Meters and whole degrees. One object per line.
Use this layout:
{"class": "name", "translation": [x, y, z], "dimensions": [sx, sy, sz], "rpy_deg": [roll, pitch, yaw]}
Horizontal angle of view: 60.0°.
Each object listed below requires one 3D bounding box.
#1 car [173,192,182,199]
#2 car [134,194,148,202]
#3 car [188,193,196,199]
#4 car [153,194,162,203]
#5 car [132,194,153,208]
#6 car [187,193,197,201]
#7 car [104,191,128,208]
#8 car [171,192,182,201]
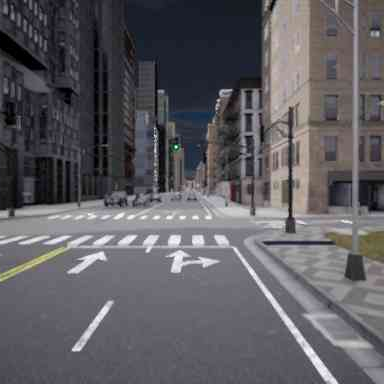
{"class": "car", "translation": [-3.200, 0.836, 76.298], "dimensions": [1.882, 1.535, 5.008], "rpy_deg": [0, 0, 0]}
{"class": "car", "translation": [-9.710, 1.076, 63.296], "dimensions": [1.882, 1.535, 5.008], "rpy_deg": [0, 0, 0]}
{"class": "car", "translation": [0.051, 0.898, 76.712], "dimensions": [1.812, 1.442, 4.674], "rpy_deg": [0, 0, 0]}
{"class": "car", "translation": [-6.500, 1.098, 59.164], "dimensions": [1.882, 1.535, 5.008], "rpy_deg": [0, 0, 1]}
{"class": "car", "translation": [-6.554, 1.213, 43.081], "dimensions": [1.837, 1.490, 4.892], "rpy_deg": [0, 1, 0]}
{"class": "car", "translation": [0.044, 1.141, 66.708], "dimensions": [1.994, 1.385, 4.181], "rpy_deg": [0, 0, 0]}
{"class": "car", "translation": [-9.801, 0.928, 43.365], "dimensions": [2.150, 2.045, 5.566], "rpy_deg": [0, 0, 0]}
{"class": "car", "translation": [-3.206, 1.131, 65.877], "dimensions": [2.033, 1.411, 5.357], "rpy_deg": [0, 0, 0]}
